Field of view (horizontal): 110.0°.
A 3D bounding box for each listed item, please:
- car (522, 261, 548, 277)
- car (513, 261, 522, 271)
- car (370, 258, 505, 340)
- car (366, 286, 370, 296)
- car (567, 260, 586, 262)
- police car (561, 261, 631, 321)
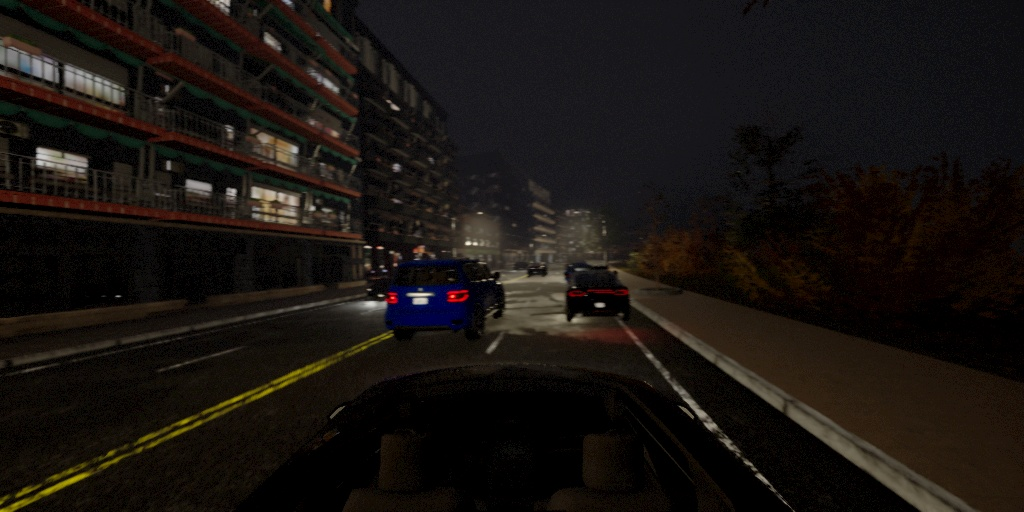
[{"bbox_3d":[2.747,1.429,37.979,2.128,1.511,4.902,-2,-1,11],"label":"car"},{"bbox_3d":[1.498,1.712,63.070,1.882,1.535,5.008,-2,-1,14],"label":"car"},{"bbox_3d":[-1.655,1.105,10.643,2.150,2.045,5.566,-2,0,8],"label":"car"},{"bbox_3d":[-6.745,1.720,21.996,2.033,1.411,5.357,-2,0,9],"label":"car"},{"bbox_3d":[4.191,1.227,22.161,1.882,1.535,5.008,-2,0,9],"label":"car"},{"bbox_3d":[2.773,1.152,12.429,1.930,1.638,5.238,-2,0,8],"label":"police car"}]
